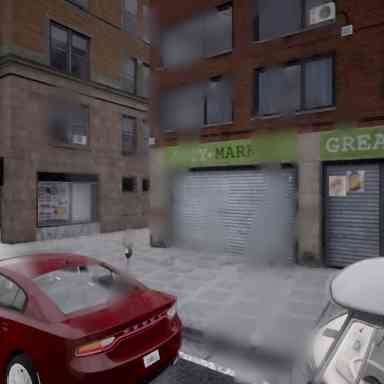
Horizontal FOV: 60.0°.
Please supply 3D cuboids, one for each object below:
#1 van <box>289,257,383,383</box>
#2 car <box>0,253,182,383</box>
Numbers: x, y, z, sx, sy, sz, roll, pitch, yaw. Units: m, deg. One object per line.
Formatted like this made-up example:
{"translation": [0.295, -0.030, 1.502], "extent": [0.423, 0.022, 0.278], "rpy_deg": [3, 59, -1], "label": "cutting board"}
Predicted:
{"translation": [2.387, 1.341, 1.375], "extent": [3.998, 1.788, 1.690], "rpy_deg": [0, 0, 35], "label": "van"}
{"translation": [-2.223, 1.544, 4.660], "extent": [4.507, 1.381, 1.887], "rpy_deg": [0, 0, 35], "label": "car"}
